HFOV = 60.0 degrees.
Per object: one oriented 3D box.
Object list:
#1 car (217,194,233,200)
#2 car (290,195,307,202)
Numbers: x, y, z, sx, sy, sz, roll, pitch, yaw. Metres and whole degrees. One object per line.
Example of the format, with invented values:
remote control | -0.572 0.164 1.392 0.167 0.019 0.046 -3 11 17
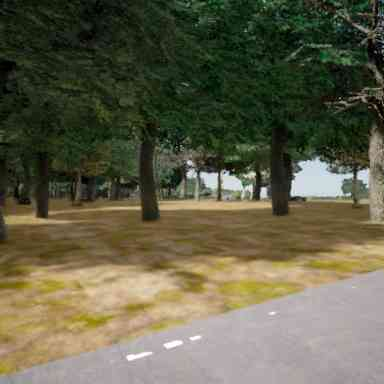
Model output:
car | 8.850 1.400 89.564 4.674 1.442 1.812 0 -2 29
car | 25.189 1.576 80.115 4.892 1.490 1.837 0 -2 43
